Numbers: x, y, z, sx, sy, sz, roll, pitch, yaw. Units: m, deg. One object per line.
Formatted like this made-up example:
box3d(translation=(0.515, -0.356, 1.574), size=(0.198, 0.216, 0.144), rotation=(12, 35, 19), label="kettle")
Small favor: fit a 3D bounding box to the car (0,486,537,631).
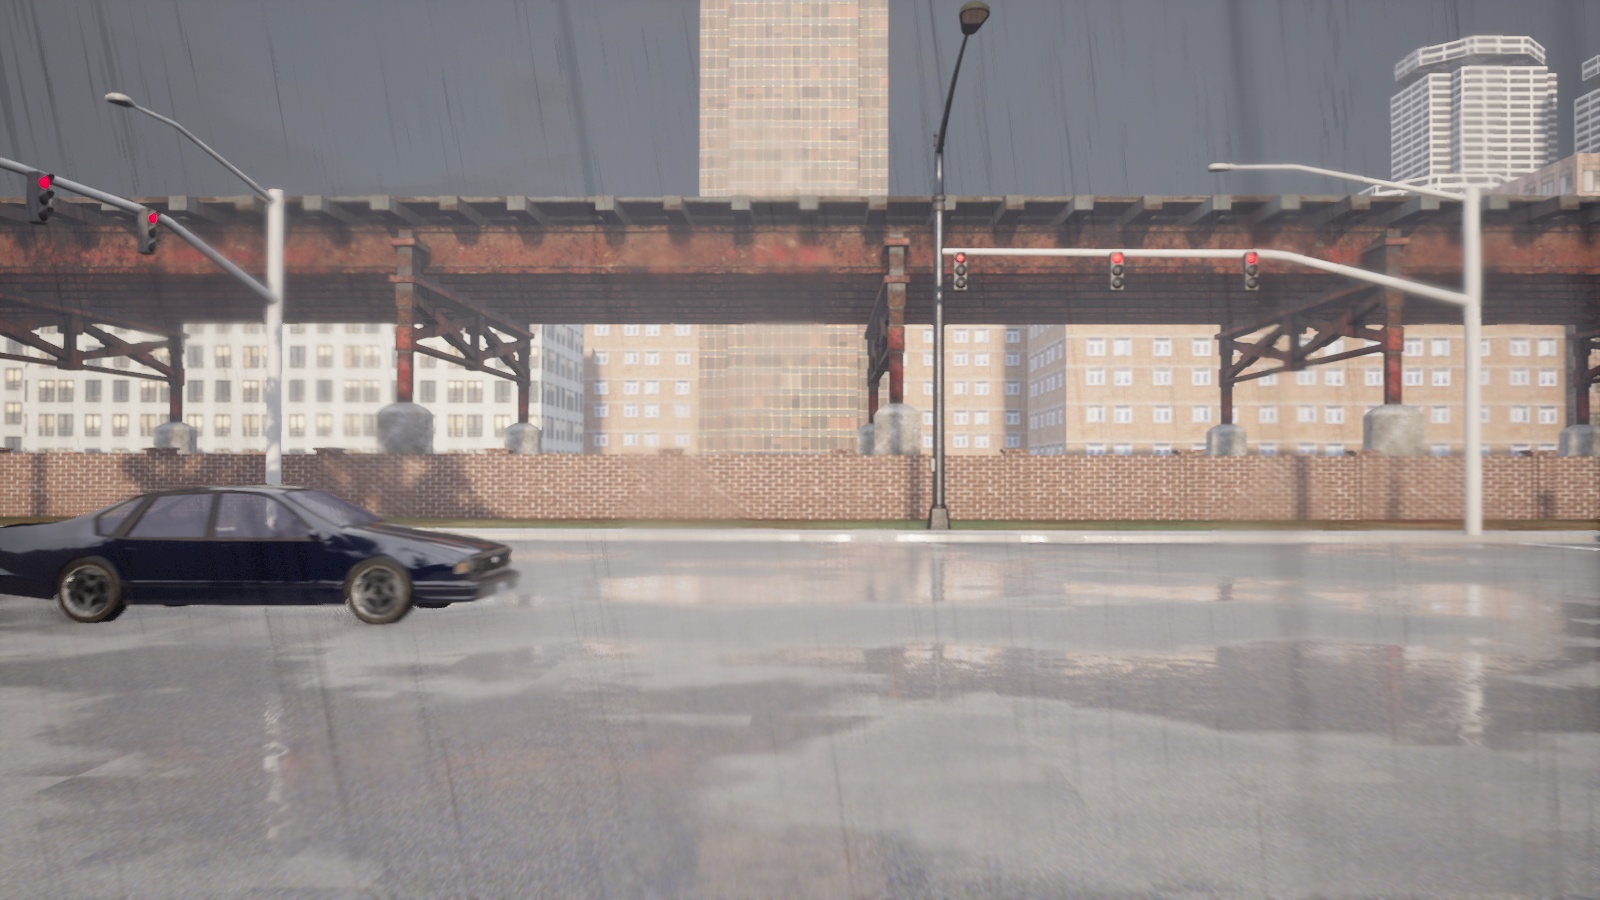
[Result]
box3d(translation=(-5.762, 1.125, 13.624), size=(5.357, 1.411, 2.033), rotation=(0, -1, 2), label="car")
